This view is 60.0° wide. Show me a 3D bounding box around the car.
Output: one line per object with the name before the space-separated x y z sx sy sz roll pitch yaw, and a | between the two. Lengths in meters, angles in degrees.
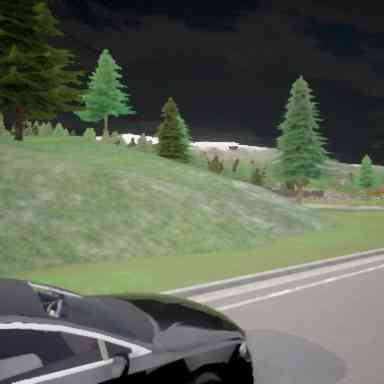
car | -1.618 1.491 2.587 4.902 1.511 2.128 0 0 -36
